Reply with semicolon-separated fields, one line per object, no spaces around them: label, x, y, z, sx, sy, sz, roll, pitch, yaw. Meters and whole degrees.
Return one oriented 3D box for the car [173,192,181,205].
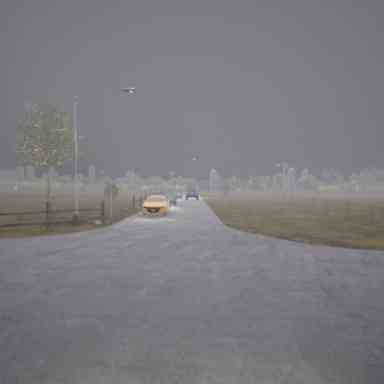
car;-2.831;0.810;40.797;2.128;1.511;4.902;0;1;0

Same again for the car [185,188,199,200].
car;0.019;0.310;55.365;2.150;2.045;5.566;0;1;0

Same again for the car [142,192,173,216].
car;-2.839;1.025;26.822;1.882;1.535;5.008;0;1;0
